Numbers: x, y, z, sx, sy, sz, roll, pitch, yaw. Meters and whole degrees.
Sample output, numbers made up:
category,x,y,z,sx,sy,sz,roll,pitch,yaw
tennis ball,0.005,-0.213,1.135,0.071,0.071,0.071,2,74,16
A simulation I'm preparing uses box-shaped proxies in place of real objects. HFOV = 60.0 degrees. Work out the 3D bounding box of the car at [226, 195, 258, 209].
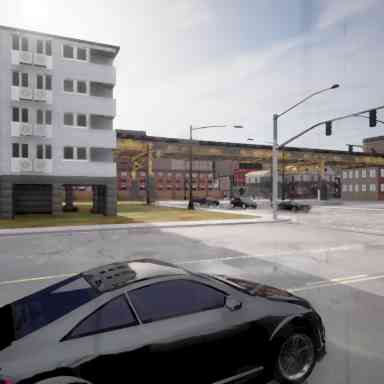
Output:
category,x,y,z,sx,sy,sz,roll,pitch,yaw
car,7.052,1.505,45.763,1.837,1.490,4.892,0,0,-25

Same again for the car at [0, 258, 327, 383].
category,x,y,z,sx,sy,sz,roll,pitch,yaw
car,-0.346,1.564,4.078,4.181,1.385,1.994,0,0,-30

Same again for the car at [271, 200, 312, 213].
category,x,y,z,sx,sy,sz,roll,pitch,yaw
car,11.070,1.601,37.291,1.895,1.301,4.718,0,0,-26

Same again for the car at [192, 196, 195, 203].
category,x,y,z,sx,sy,sz,roll,pitch,yaw
car,0.742,1.547,65.788,2.033,1.411,5.357,0,0,3

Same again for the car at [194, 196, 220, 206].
category,x,y,z,sx,sy,sz,roll,pitch,yaw
car,2.705,1.547,55.301,2.033,1.411,5.357,0,0,-21
